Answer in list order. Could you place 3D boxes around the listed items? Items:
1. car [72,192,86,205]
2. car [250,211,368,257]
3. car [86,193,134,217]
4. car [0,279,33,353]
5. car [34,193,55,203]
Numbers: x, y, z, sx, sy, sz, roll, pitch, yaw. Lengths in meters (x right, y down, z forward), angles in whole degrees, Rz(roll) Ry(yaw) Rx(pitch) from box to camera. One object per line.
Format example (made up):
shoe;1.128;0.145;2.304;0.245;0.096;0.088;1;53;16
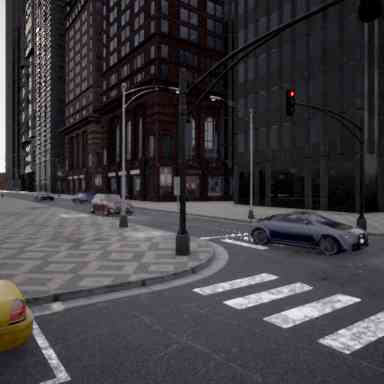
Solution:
car;-13.650;0.778;41.780;1.812;1.442;4.674;0;1;-36
car;4.307;1.438;12.633;4.181;1.385;1.994;1;1;44
car;-6.333;0.902;26.161;2.097;1.767;4.553;0;1;-36
car;-4.393;1.526;3.515;4.829;1.417;1.752;0;0;-35
car;-20.220;0.733;45.541;1.895;1.301;4.718;0;1;-35
